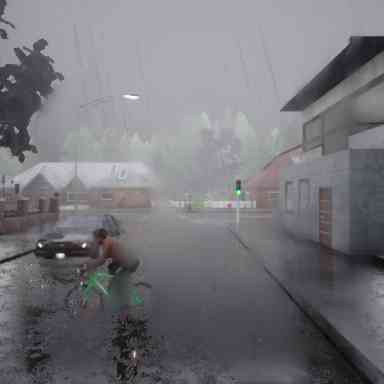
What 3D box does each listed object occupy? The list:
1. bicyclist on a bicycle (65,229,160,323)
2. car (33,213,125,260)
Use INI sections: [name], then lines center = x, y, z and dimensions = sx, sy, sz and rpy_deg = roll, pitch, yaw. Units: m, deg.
[bicyclist on a bicycle]
center = -1.389, 1.451, 5.711
dimensions = 1.656, 1.620, 0.582
rpy_deg = -2, 0, 0
[car]
center = -3.960, 1.547, 12.796
dimensions = 2.033, 1.411, 5.357
rpy_deg = 0, 0, 1
